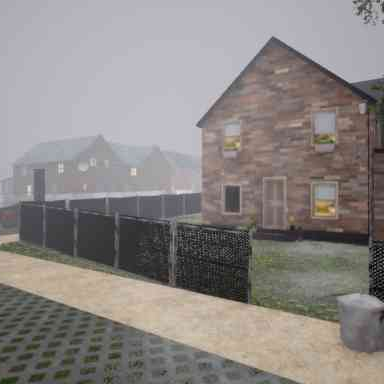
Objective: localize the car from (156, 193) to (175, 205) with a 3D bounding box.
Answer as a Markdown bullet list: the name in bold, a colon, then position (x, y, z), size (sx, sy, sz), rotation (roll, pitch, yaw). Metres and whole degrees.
- **car**: position (-2.908, 0.844, 34.533), size (1.812, 1.442, 4.674), rotation (0, 1, 34)

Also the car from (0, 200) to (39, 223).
- **car**: position (-10.995, 1.230, 22.392), size (1.994, 1.385, 4.181), rotation (0, 1, 34)
